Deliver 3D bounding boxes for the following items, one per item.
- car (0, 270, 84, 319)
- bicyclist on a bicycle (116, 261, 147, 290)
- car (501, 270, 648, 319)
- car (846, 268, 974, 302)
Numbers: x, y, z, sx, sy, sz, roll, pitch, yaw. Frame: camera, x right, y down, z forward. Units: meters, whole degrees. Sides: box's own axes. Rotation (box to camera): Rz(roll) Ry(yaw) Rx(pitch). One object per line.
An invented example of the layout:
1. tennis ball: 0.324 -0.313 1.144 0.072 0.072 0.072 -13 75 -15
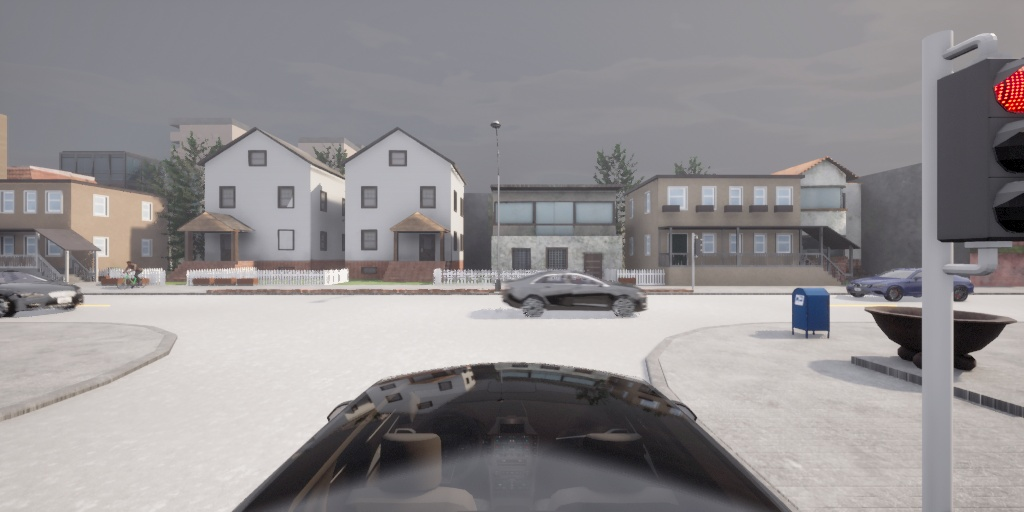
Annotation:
1. car: -17.741 1.241 12.251 4.902 1.511 2.128 0 0 0
2. bicyclist on a bicycle: -21.875 1.099 20.647 0.582 1.620 1.656 0 0 0
3. car: 2.064 1.241 12.262 4.902 1.511 2.128 0 0 0
4. car: 18.185 1.276 16.451 4.674 1.442 1.812 0 0 0
